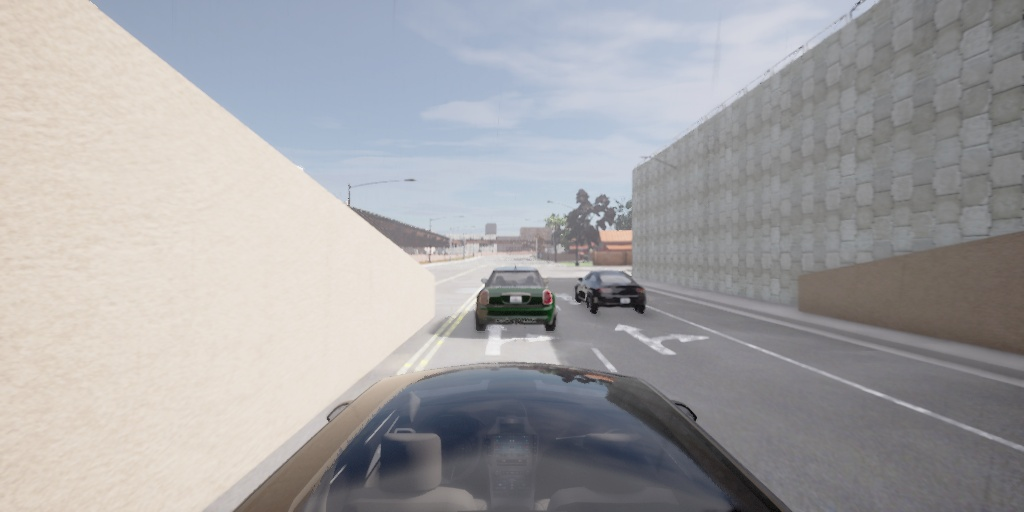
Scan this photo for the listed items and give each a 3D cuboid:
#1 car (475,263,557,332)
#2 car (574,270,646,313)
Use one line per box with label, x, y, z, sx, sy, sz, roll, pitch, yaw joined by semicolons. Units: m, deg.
car;0.096;1.078;10.962;2.097;1.767;4.553;0;0;0
car;3.592;1.245;13.665;1.812;1.442;4.674;0;0;0
